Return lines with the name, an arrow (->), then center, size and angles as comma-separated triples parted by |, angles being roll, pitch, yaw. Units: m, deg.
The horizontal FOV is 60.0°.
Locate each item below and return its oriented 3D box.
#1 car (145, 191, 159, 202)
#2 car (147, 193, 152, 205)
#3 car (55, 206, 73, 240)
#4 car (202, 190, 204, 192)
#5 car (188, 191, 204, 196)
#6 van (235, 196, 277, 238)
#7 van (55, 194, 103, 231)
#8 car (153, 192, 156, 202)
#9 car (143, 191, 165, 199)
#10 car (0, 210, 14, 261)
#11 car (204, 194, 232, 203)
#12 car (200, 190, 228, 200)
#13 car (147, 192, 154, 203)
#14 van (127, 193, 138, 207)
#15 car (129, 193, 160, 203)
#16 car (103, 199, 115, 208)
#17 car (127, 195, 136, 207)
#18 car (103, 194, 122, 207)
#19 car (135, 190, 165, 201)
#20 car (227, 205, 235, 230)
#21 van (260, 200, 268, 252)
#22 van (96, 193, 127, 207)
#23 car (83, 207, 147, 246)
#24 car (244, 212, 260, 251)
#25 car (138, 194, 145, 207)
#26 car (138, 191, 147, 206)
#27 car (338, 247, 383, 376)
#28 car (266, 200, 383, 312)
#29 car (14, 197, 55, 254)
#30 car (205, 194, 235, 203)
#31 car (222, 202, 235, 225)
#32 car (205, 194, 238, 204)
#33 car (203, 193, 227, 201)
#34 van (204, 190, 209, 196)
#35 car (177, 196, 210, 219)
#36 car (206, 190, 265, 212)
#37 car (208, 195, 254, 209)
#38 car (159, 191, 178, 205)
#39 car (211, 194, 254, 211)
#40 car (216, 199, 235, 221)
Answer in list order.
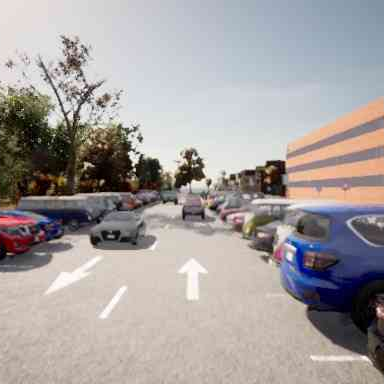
car -> -8.112, 1.042, 54.023 | 5.008, 1.535, 2.097 | 0, 1, 0
car -> -8.119, 1.194, 42.605 | 5.008, 1.535, 2.097 | 0, 1, 0
car -> -8.145, 1.538, 14.361 | 5.008, 1.535, 2.097 | 0, 0, 0
car -> 4.463, 0.926, 62.569 | 5.008, 1.535, 2.097 | 0, 1, 0
car -> 0.129, 1.048, 43.949 | 2.097, 1.767, 4.553 | 0, 1, 0
van -> 4.308, 1.313, 14.395 | 4.442, 1.987, 1.878 | 0, 0, 0
van -> -8.025, 1.268, 20.138 | 4.442, 1.987, 1.878 | 0, 1, 0
car -> -8.150, 1.147, 48.376 | 4.792, 1.488, 2.163 | 0, 1, 0
car -> -8.047, 0.668, 70.970 | 4.553, 1.767, 2.185 | 0, 0, 0
car -> -3.349, 1.225, 1.400 | 2.150, 2.045, 5.566 | 0, 0, 0
car -> 4.457, 1.044, 56.919 | 4.674, 1.452, 2.002 | 0, 1, 0
car -> 4.490, 0.592, 68.217 | 5.566, 2.045, 2.435 | 0, 1, 0
car -> -8.127, 1.156, 45.428 | 5.008, 1.535, 2.097 | 0, 1, 0
van -> -8.246, 1.079, 34.259 | 4.442, 1.987, 1.878 | 0, 1, 0
car -> -8.111, 1.005, 56.847 | 4.892, 1.521, 2.231 | 0, 1, 0
car -> -8.173, 1.486, 22.968 | 4.792, 1.488, 2.163 | 0, 1, 0
car -> -8.139, 1.344, 31.436 | 4.892, 1.521, 2.231 | 0, 1, 0
car -> -8.107, 1.294, 25.664 | 4.553, 1.767, 2.185 | 0, 1, 0
car -> -8.085, 0.636, 65.189 | 5.566, 2.045, 2.435 | 0, 1, 0
car -> 4.424, 1.567, 17.354 | 4.674, 1.452, 2.002 | 0, 1, 0
van -> 4.304, 1.293, 8.864 | 4.442, 1.987, 1.878 | 0, 0, 0
van -> -8.253, 1.155, 28.609 | 4.442, 1.987, 1.878 | 0, 1, 0
car -> -3.319, 1.618, 15.621 | 1.994, 1.385, 4.181 | 0, 0, 0
car -> 4.420, 1.571, 11.689 | 4.674, 1.452, 2.002 | 0, 0, 0
car -> -8.133, 1.269, 36.959 | 5.008, 1.535, 2.097 | 0, 1, 0
car -> -8.157, 1.106, 39.780 | 4.553, 1.767, 2.185 | 0, 1, 0
car -> 4.411, 1.495, 3.212 | 5.008, 1.535, 2.097 | 0, 0, 0
car -> 4.447, 1.256, 6.039 | 5.566, 2.045, 2.435 | 0, 0, 0
car -> -8.125, 1.278, 11.527 | 5.566, 2.045, 2.435 | 0, 0, 0
car -> 4.449, 1.082, 54.094 | 4.674, 1.452, 2.002 | 0, 1, 0
car -> 4.431, 1.534, 20.188 | 4.674, 1.452, 2.002 | 0, 1, 0
car -> 4.479, 1.109, 51.268 | 4.792, 1.488, 2.163 | 0, 1, 0
car -> 4.462, 0.925, 65.397 | 4.674, 1.452, 2.002 | 0, 1, 0
van -> 4.331, 0.892, 48.439 | 4.442, 1.987, 1.878 | 0, 1, 0
car -> 0.118, 1.397, 28.423 | 2.128, 1.511, 4.902 | 0, 1, 0
car -> 4.408, 1.092, 31.486 | 5.566, 2.045, 2.435 | 0, 1, 0
car -> 4.628, 1.228, 39.966 | 5.366, 1.575, 1.946 | 0, 1, 0
car -> -3.296, 0.830, 50.551 | 2.150, 2.045, 5.566 | 0, 1, 0
car -> 4.409, 1.143, 37.139 | 4.553, 1.767, 2.185 | 0, 1, 0
car -> 4.436, 1.457, 23.013 | 5.008, 1.535, 2.097 | 0, 1, 0
